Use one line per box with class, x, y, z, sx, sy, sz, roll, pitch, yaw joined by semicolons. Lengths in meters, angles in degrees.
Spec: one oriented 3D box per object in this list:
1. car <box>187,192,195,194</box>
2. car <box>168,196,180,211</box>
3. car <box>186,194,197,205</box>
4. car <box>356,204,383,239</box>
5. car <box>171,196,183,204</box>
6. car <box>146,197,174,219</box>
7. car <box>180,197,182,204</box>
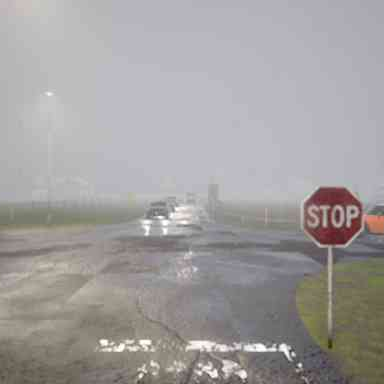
car;-0.177;1.059;71.623;2.150;2.045;5.566;0;0;0
car;-2.919;1.499;38.694;2.128;1.511;4.902;0;0;0
car;-0.151;1.552;61.174;2.033;1.411;5.357;0;0;0
car;9.511;1.388;16.925;4.553;1.767;2.097;0;0;4
car;-2.921;1.551;64.258;2.033;1.411;5.357;0;0;0
car;-2.892;1.512;29.564;1.837;1.490;4.892;0;0;0
car;-2.934;1.359;48.705;2.097;1.767;4.553;0;0;0
